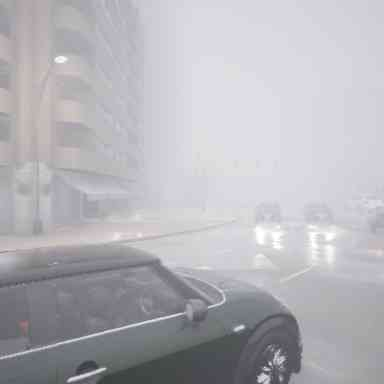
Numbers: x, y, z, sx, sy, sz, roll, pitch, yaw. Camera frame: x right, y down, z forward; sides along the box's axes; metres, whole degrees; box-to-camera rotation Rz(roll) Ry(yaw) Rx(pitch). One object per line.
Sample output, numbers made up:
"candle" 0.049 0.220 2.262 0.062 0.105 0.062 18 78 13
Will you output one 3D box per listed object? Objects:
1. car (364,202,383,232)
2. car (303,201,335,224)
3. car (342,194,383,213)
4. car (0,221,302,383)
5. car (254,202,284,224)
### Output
"car" 11.365 1.513 19.388 1.812 1.442 4.674 0 0 24
"car" 9.456 1.477 24.982 2.128 1.511 4.902 0 0 15
"car" 18.444 1.201 36.133 2.150 2.045 5.566 0 0 0
"car" -0.896 1.352 3.462 4.553 1.767 2.097 0 0 -37
"car" 5.789 1.480 24.811 2.128 1.511 4.902 0 0 17
